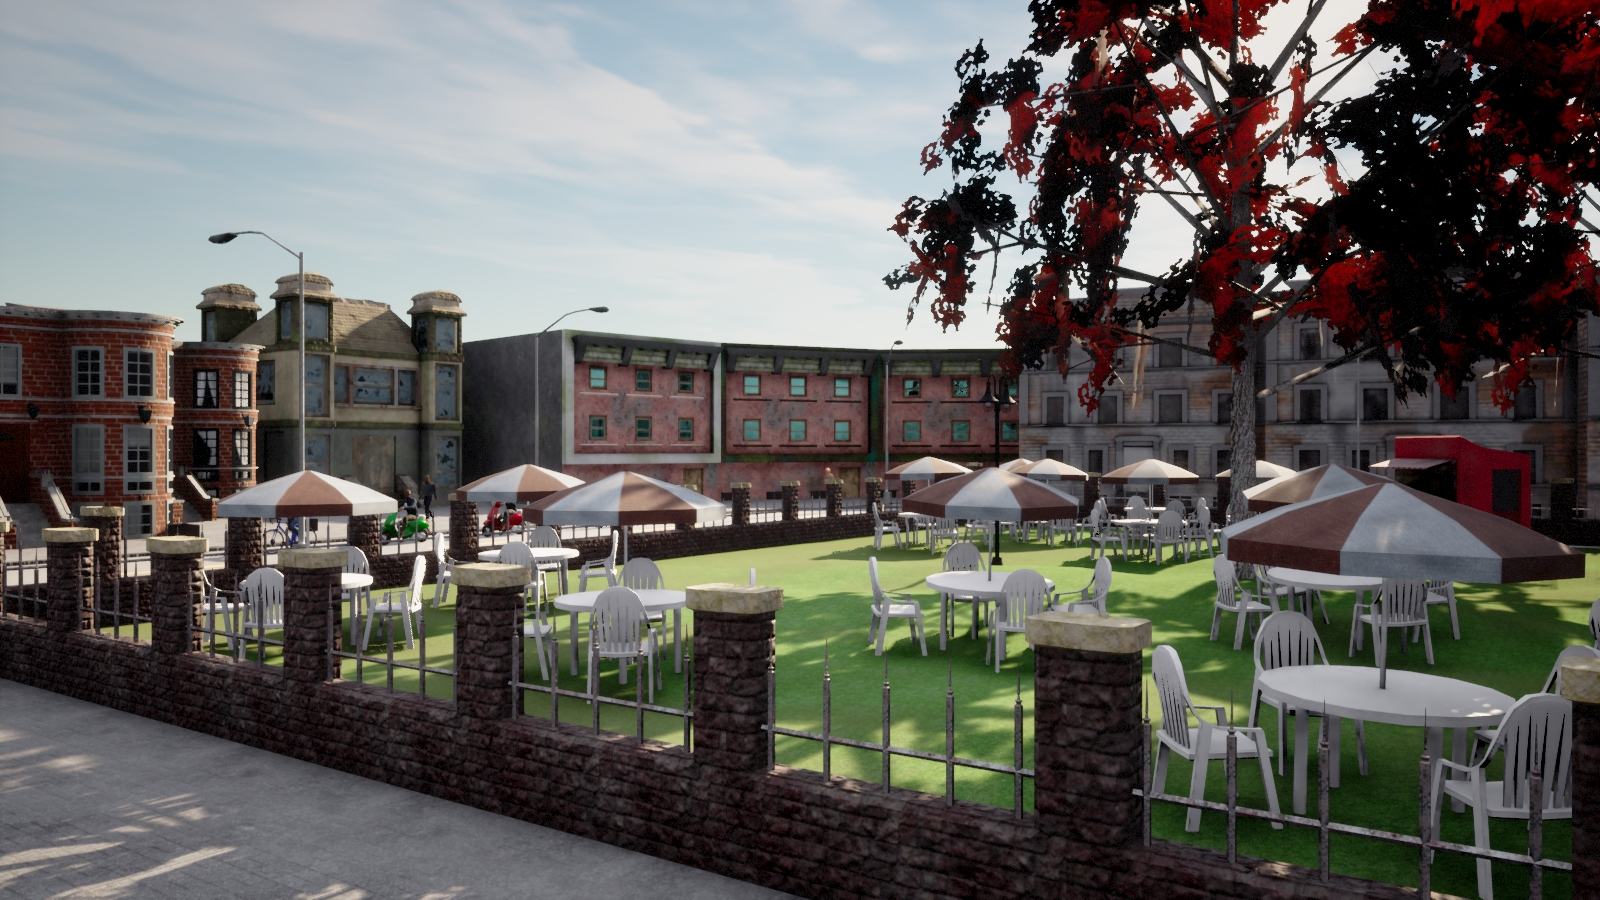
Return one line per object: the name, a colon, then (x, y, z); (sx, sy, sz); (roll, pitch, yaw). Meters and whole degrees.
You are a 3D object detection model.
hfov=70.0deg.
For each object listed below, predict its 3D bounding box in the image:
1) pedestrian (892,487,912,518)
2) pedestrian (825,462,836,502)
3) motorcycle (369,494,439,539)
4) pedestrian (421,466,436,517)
pedestrian: (3.707, 1.895, 41.578); (0.500, 1.100, 0.500); (0, 0, -34)
pedestrian: (1.453, 1.513, 54.359); (0.375, 1.860, 0.375); (0, 0, -37)
motorcycle: (-11.759, 1.950, 33.969); (0.856, 1.236, 1.805); (0, 0, 35)
pedestrian: (-13.698, 1.514, 42.127); (0.375, 1.860, 0.375); (0, 0, 13)
